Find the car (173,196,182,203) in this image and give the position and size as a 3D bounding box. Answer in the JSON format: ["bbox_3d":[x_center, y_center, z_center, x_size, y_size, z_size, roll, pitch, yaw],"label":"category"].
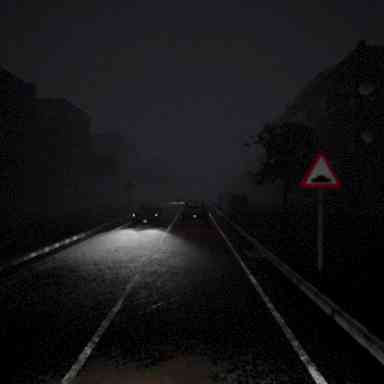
[{"bbox_3d":[-2.627,1.370,64.702,1.994,1.385,4.181,0,0,1],"label":"car"}]

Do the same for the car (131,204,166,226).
[{"bbox_3d":[-2.961,1.529,23.236,1.895,1.301,4.718,0,0,0],"label":"car"}]

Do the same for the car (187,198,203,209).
[{"bbox_3d":[0.360,1.441,42.937,1.895,1.301,4.718,0,0,0],"label":"car"}]

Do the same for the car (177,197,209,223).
[{"bbox_3d":[0.236,1.409,24.694,2.128,1.511,4.902,0,0,1],"label":"car"}]
